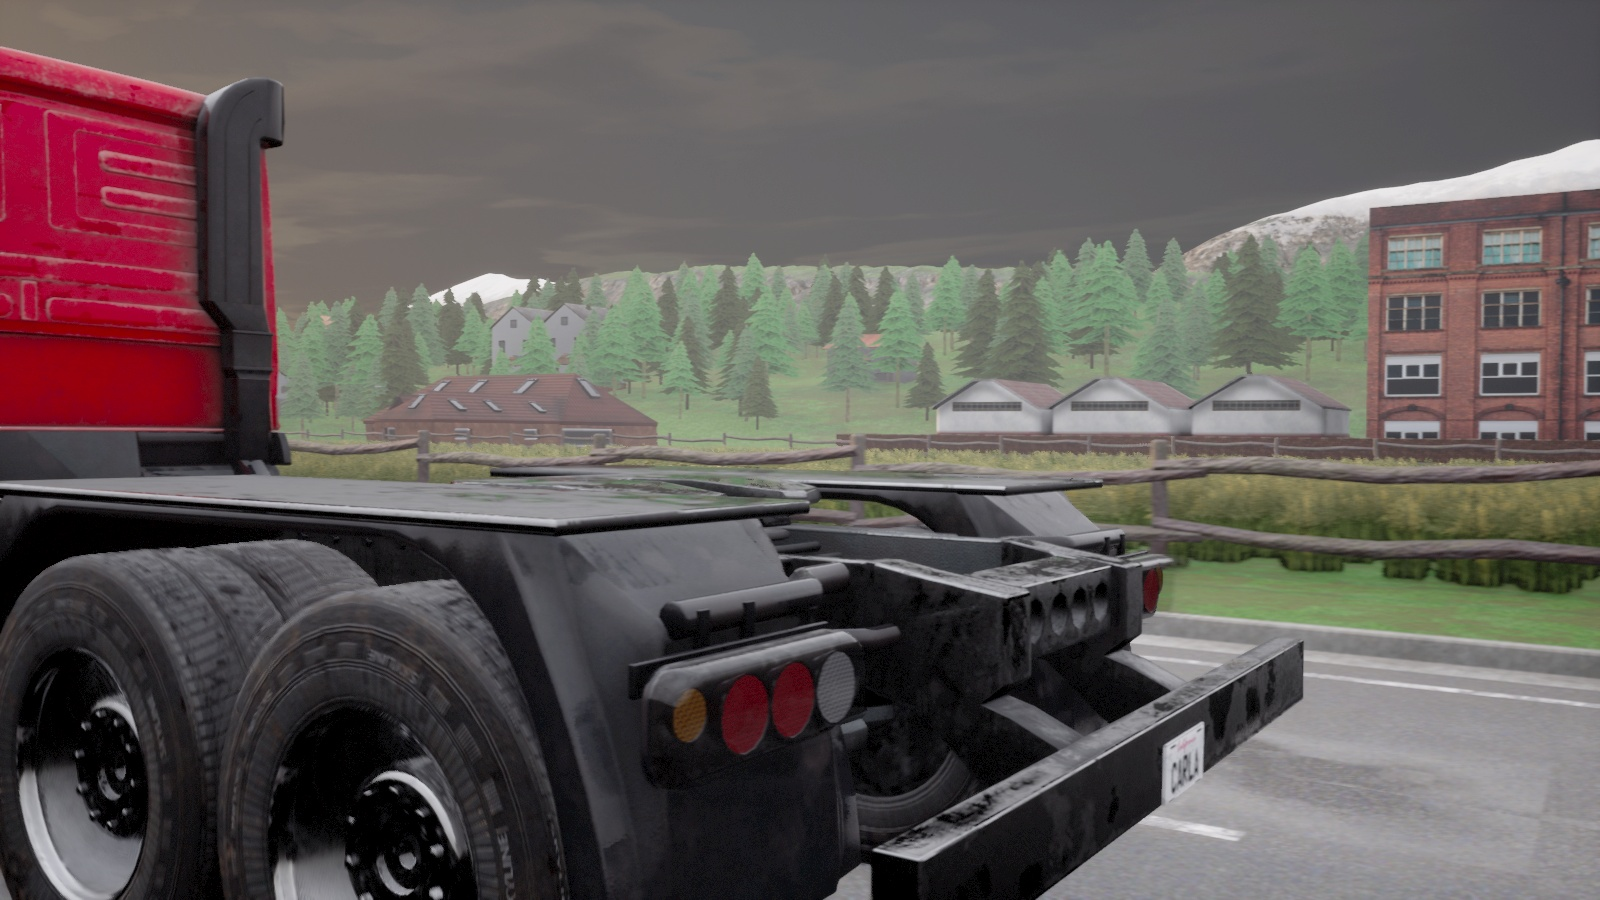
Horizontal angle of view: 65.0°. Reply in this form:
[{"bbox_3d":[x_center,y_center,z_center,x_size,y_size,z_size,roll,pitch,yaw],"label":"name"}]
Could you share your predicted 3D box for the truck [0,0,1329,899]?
[{"bbox_3d":[-2.347,-0.300,5.204,7.936,3.462,2.891,0,1,34],"label":"truck"}]
